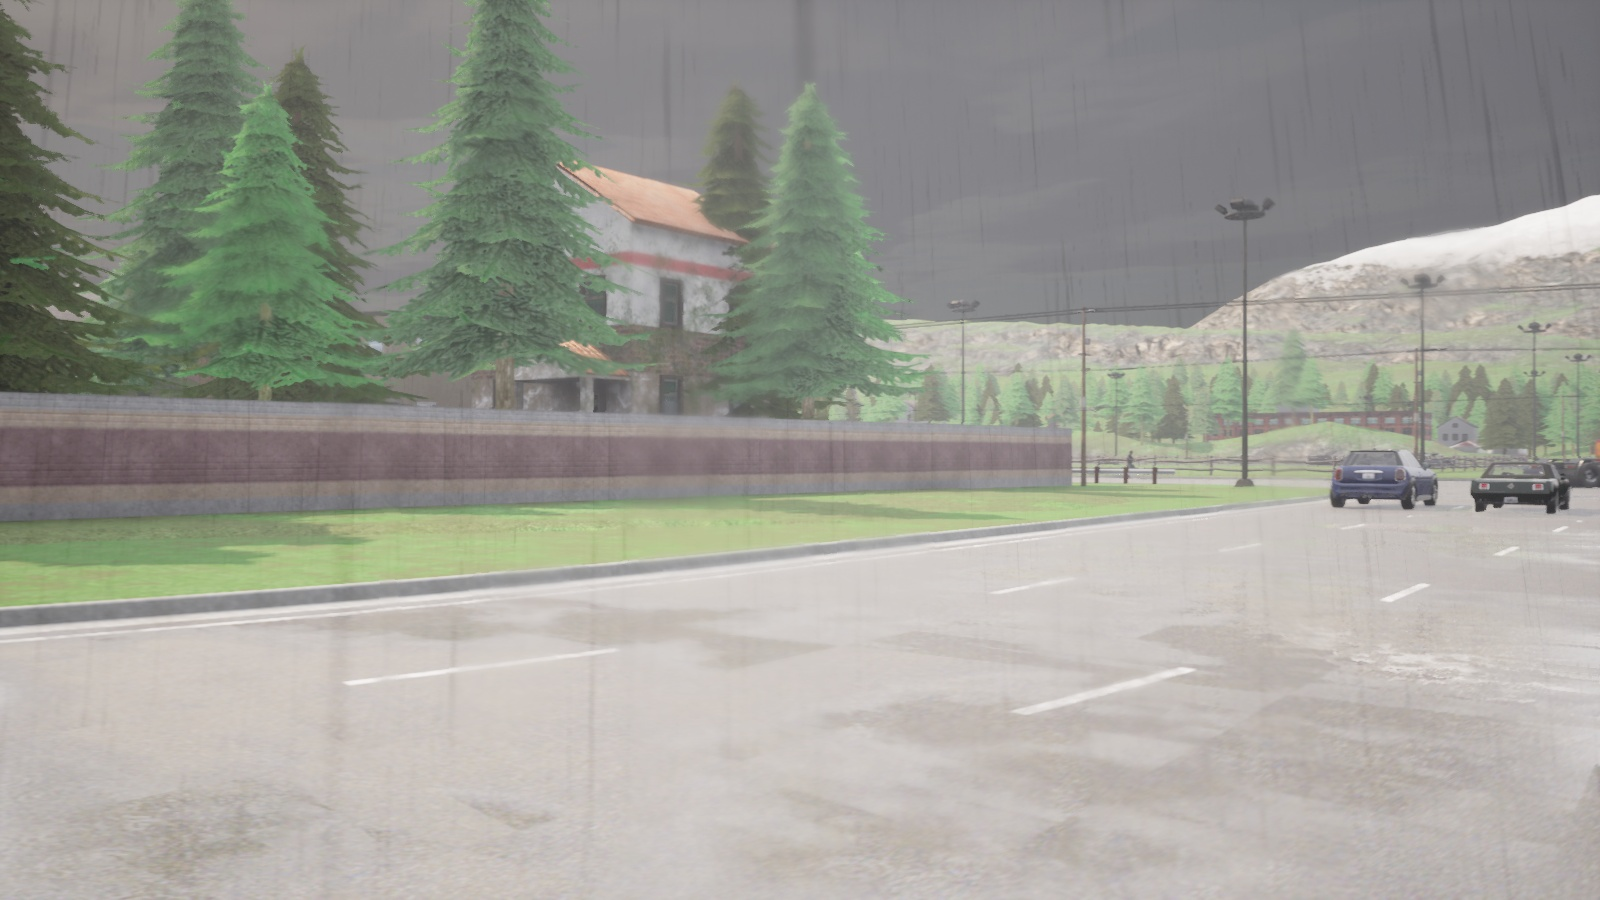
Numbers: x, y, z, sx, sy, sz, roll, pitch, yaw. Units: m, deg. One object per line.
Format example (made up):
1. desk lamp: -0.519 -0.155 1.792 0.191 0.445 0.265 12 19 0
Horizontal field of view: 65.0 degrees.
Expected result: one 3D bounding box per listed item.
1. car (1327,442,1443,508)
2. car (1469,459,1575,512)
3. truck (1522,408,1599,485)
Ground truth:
1. car: 16.832 0.673 36.016 2.097 1.767 4.553 0 0 37
2. car: 19.311 0.899 33.486 1.895 1.301 4.718 0 0 37
3. truck: 38.066 -0.155 58.185 7.936 3.462 2.891 0 0 -9
